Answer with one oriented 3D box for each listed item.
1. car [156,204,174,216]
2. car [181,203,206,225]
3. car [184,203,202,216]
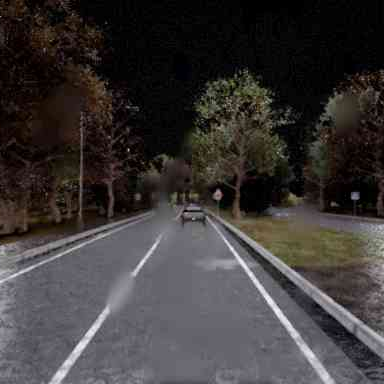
[{"bbox_3d":[-3.312,2.181,41.131,1.812,1.442,4.674,0,-1,0],"label":"car"},{"bbox_3d":[0.117,1.807,26.654,2.128,1.511,4.902,0,-1,0],"label":"car"},{"bbox_3d":[0.125,2.168,42.071,2.128,1.511,4.902,0,-1,0],"label":"car"}]
